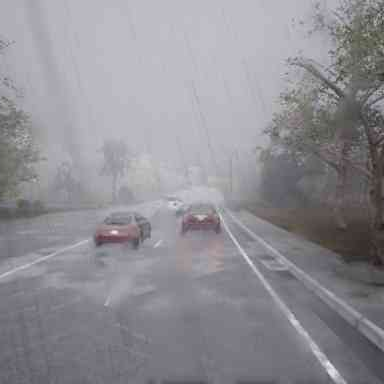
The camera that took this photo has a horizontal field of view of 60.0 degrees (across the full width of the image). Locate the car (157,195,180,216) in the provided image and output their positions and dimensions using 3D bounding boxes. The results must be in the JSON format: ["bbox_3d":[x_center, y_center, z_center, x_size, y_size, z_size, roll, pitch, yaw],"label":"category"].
[{"bbox_3d":[-2.264,1.355,34.618,2.150,2.045,5.566,0,0,3],"label":"car"}]

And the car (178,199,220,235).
[{"bbox_3d":[0.545,1.430,19.720,2.097,1.767,4.553,0,0,2],"label":"car"}]

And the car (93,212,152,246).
[{"bbox_3d":[-3.102,1.623,15.580,1.994,1.385,4.181,0,0,2],"label":"car"}]

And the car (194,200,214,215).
[{"bbox_3d":[1.376,1.638,36.983,2.128,1.511,4.902,0,0,3],"label":"car"}]
